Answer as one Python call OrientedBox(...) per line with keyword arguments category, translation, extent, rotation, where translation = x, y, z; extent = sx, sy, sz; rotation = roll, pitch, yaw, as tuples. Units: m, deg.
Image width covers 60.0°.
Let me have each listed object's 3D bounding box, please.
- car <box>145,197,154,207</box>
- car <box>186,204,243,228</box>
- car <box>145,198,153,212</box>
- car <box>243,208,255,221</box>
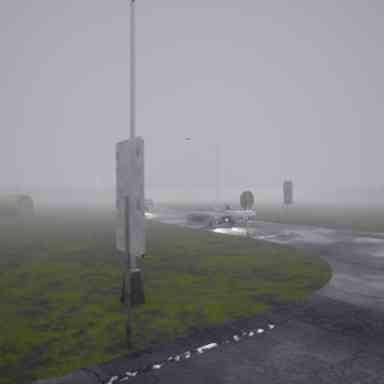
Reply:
OrientedBox(category="car", translation=(-7.167, 1.572, 53.223), extent=(1.837, 1.490, 4.892), rotation=(-1, 0, -12))
OrientedBox(category="car", translation=(1.249, 1.603, 23.049), extent=(1.994, 1.385, 4.181), rotation=(-1, 0, -29))
OrientedBox(category="car", translation=(-6.407, 1.678, 39.743), extent=(1.895, 1.301, 4.718), rotation=(-1, 0, -19))
OrientedBox(category="car", translation=(2.784, 1.617, 26.271), extent=(1.895, 1.301, 4.718), rotation=(-1, 0, -29))
